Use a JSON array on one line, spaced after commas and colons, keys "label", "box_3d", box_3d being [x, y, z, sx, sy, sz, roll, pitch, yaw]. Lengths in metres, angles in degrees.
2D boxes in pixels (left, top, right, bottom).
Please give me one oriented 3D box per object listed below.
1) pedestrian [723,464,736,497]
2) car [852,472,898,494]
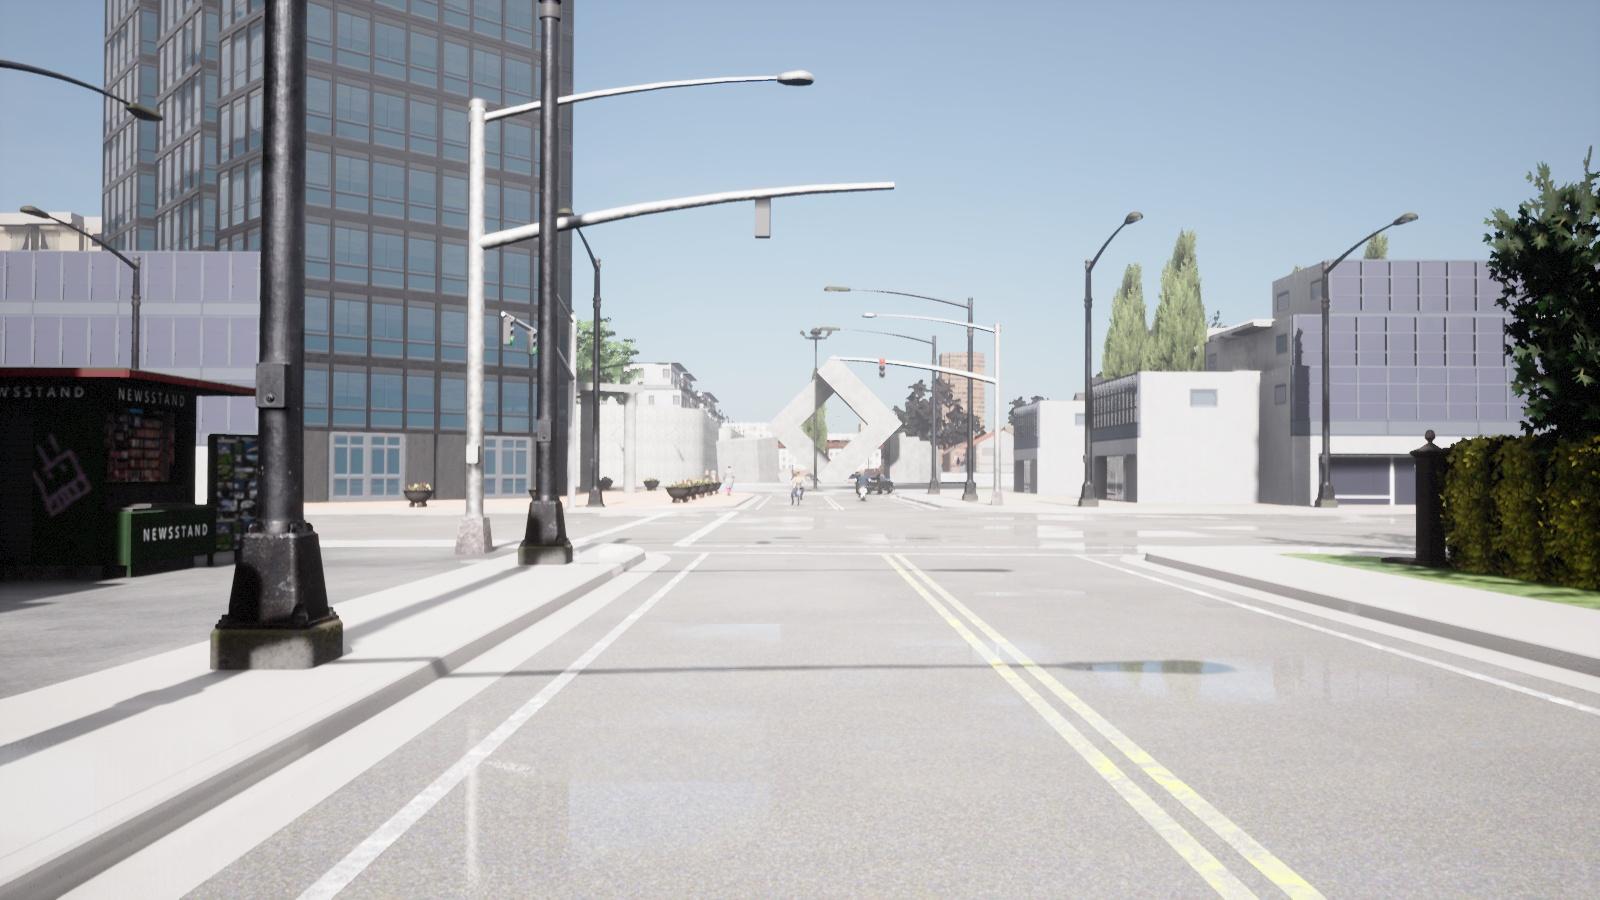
[{"label": "pedestrian", "box_3d": [-4.152, 1.791, 74.002, 0.659, 1.952, 0.873, 0, -1, 0]}, {"label": "car", "box_3d": [5.423, 2.323, 89.970, 2.128, 1.511, 4.902, -1, -1, 18]}]
